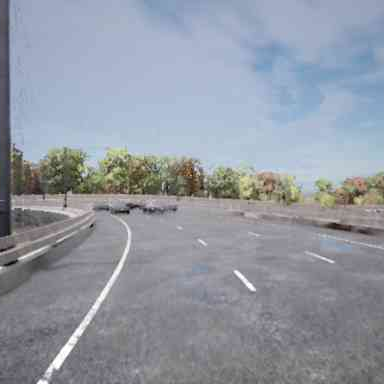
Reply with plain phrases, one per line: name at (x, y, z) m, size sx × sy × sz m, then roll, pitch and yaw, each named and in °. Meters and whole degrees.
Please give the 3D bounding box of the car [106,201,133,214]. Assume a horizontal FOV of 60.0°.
car at (-9.496, 2.131, 43.387) m, size 1.994 × 1.385 × 4.181 m, roll 0°, pitch -1°, yaw -24°

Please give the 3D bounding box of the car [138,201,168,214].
car at (-5.031, 2.114, 42.038) m, size 1.895 × 1.301 × 4.718 m, roll 0°, pitch -1°, yaw -22°

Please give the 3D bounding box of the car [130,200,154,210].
car at (-8.638, 2.204, 57.038) m, size 2.128 × 1.511 × 4.902 m, roll 0°, pitch -1°, yaw -33°

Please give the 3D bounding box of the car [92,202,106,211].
car at (-14.550, 2.285, 53.275) m, size 1.994 × 1.385 × 4.181 m, roll 0°, pitch -1°, yaw -33°

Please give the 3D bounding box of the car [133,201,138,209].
car at (-11.056, 2.179, 54.238) m, size 1.882 × 1.535 × 5.008 m, roll 0°, pitch -1°, yaw -30°

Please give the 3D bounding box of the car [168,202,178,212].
car at (-3.773, 2.114, 47.778) m, size 2.033 × 1.411 × 5.357 m, roll 0°, pitch -1°, yaw -27°
